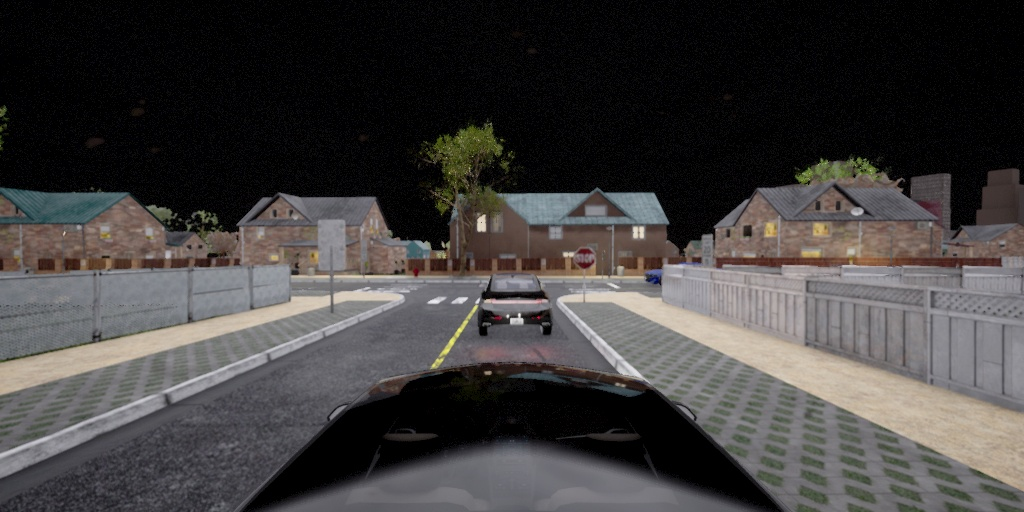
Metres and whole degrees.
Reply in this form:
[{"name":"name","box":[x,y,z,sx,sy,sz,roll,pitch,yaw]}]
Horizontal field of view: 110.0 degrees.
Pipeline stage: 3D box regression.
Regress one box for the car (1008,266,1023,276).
[{"name":"car","box":[34.489,1.236,23.306,4.674,1.442,1.812,0,1,-8]}]

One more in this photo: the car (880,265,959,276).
[{"name":"car","box":[22.875,1.243,20.076,5.008,1.535,1.882,0,1,2]}]

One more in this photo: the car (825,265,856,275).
[{"name":"car","box":[21.234,1.257,23.112,4.181,1.385,1.994,0,1,1]}]

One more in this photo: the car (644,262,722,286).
[{"name":"car","box":[11.228,1.174,23.347,5.008,1.535,1.882,0,1,1]}]

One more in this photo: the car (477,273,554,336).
[{"name":"car","box":[0.030,1.236,10.392,2.128,1.511,4.902,0,0,-2]}]
